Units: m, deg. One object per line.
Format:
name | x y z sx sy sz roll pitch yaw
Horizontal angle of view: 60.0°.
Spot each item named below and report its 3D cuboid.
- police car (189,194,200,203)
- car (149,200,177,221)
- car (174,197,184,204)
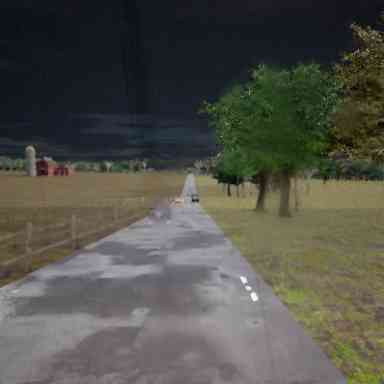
police car | 0.808 1.851 79.751 1.930 1.638 5.238 0 0 0
car | -2.852 1.786 30.896 2.128 1.511 4.902 0 0 0
car | -2.766 1.882 72.262 1.882 1.535 5.008 0 0 0
